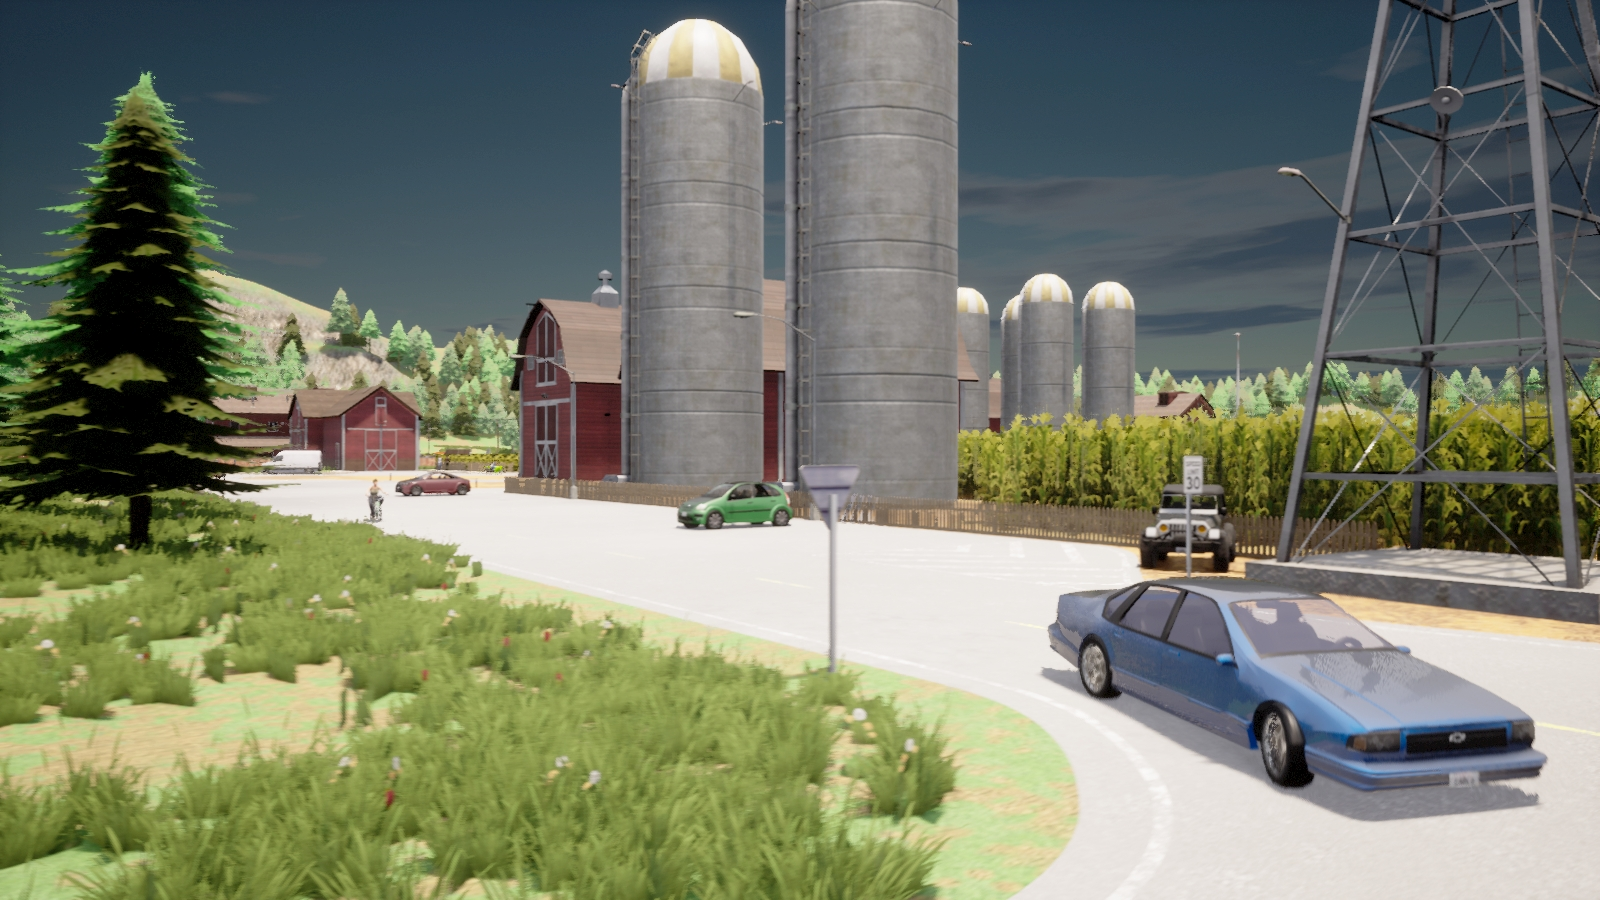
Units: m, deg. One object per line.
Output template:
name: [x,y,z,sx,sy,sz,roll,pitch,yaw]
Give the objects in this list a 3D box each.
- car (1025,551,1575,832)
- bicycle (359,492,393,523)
car: [4.364,2.029,11.255,2.033,1.411,5.357,0,2,-15]
bicycle: [-15.694,2.124,42.284,0.859,1.080,1.487,0,0,-34]
